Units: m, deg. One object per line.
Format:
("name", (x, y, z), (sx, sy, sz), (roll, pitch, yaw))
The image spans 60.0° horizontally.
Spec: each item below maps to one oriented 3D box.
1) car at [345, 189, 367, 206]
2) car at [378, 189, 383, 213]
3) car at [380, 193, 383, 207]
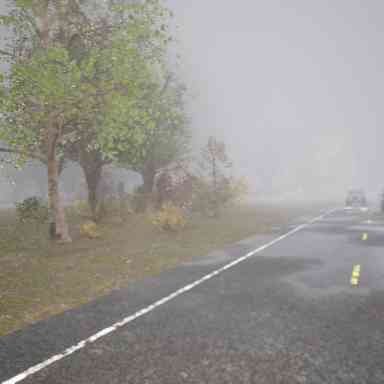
("car", (20.435, 0.675, 41.414), (2.150, 2.045, 5.566), (-3, -1, 29))
("car", (17.808, 0.679, 29.327), (2.150, 2.045, 5.566), (-3, -1, 29))
("car", (23.019, 0.850, 38.763), (1.812, 1.442, 4.674), (-3, 0, 30))
